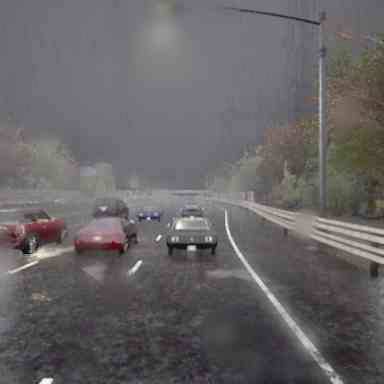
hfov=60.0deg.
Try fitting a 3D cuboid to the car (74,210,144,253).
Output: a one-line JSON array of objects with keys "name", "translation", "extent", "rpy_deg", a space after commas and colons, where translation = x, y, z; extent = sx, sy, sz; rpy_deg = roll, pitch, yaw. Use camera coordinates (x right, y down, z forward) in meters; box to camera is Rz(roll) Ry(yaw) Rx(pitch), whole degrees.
[{"name": "car", "translation": [-3.496, 1.702, 14.292], "extent": [1.994, 1.385, 4.181], "rpy_deg": [0, -1, 0]}]

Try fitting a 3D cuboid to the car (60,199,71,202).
[{"name": "car", "translation": [-28.007, 2.298, 73.915], "extent": [2.128, 1.511, 4.902], "rpy_deg": [0, -1, 0]}]

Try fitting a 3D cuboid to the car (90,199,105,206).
[{"name": "car", "translation": [-21.007, 2.273, 73.916], "extent": [1.837, 1.490, 4.892], "rpy_deg": [0, -1, 0]}]

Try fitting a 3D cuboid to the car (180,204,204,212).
[{"name": "car", "translation": [0.001, 1.795, 29.298], "extent": [1.837, 1.490, 4.892], "rpy_deg": [0, 0, 0]}]

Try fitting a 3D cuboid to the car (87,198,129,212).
[{"name": "car", "translation": [-7.002, 1.501, 29.014], "extent": [2.150, 2.045, 5.566], "rpy_deg": [0, 0, 0]}]

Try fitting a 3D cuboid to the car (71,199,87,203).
[{"name": "car", "translation": [-24.507, 2.326, 73.915], "extent": [1.994, 1.385, 4.181], "rpy_deg": [0, -1, 0]}]

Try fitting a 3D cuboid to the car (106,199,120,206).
[{"name": "car", "translation": [-17.507, 2.298, 73.916], "extent": [2.128, 1.511, 4.902], "rpy_deg": [0, -1, 0]}]

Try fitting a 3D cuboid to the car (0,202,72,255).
[{"name": "car", "translation": [-6.999, 1.485, 14.074], "extent": [2.097, 1.767, 4.553], "rpy_deg": [0, -1, 0]}]

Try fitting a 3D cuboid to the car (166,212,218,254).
[{"name": "car", "translation": [0.000, 1.736, 14.112], "extent": [1.895, 1.301, 4.718], "rpy_deg": [0, -1, 0]}]

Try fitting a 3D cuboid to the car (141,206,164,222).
[{"name": "car", "translation": [-3.501, 1.887, 29.106], "extent": [1.895, 1.301, 4.718], "rpy_deg": [0, -1, 0]}]
